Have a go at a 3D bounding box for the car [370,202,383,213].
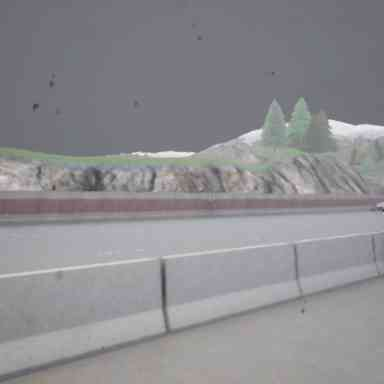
[{"bbox_3d":[25.431,2.019,44.056,4.674,1.442,1.812,1,-1,-39],"label":"car"}]
